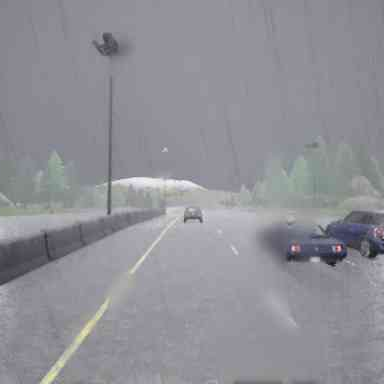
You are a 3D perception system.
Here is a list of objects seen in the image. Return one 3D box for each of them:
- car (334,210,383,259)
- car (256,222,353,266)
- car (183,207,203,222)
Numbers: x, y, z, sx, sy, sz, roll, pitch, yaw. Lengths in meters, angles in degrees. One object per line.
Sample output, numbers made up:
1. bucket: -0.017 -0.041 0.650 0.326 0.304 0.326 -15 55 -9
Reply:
1. car: 7.100 1.493 13.276 2.097 1.767 4.553 0 -1 0
2. car: 3.600 1.720 11.929 1.895 1.301 4.718 0 -1 0
3. car: 0.101 2.246 33.668 2.033 1.411 5.357 0 -2 0
